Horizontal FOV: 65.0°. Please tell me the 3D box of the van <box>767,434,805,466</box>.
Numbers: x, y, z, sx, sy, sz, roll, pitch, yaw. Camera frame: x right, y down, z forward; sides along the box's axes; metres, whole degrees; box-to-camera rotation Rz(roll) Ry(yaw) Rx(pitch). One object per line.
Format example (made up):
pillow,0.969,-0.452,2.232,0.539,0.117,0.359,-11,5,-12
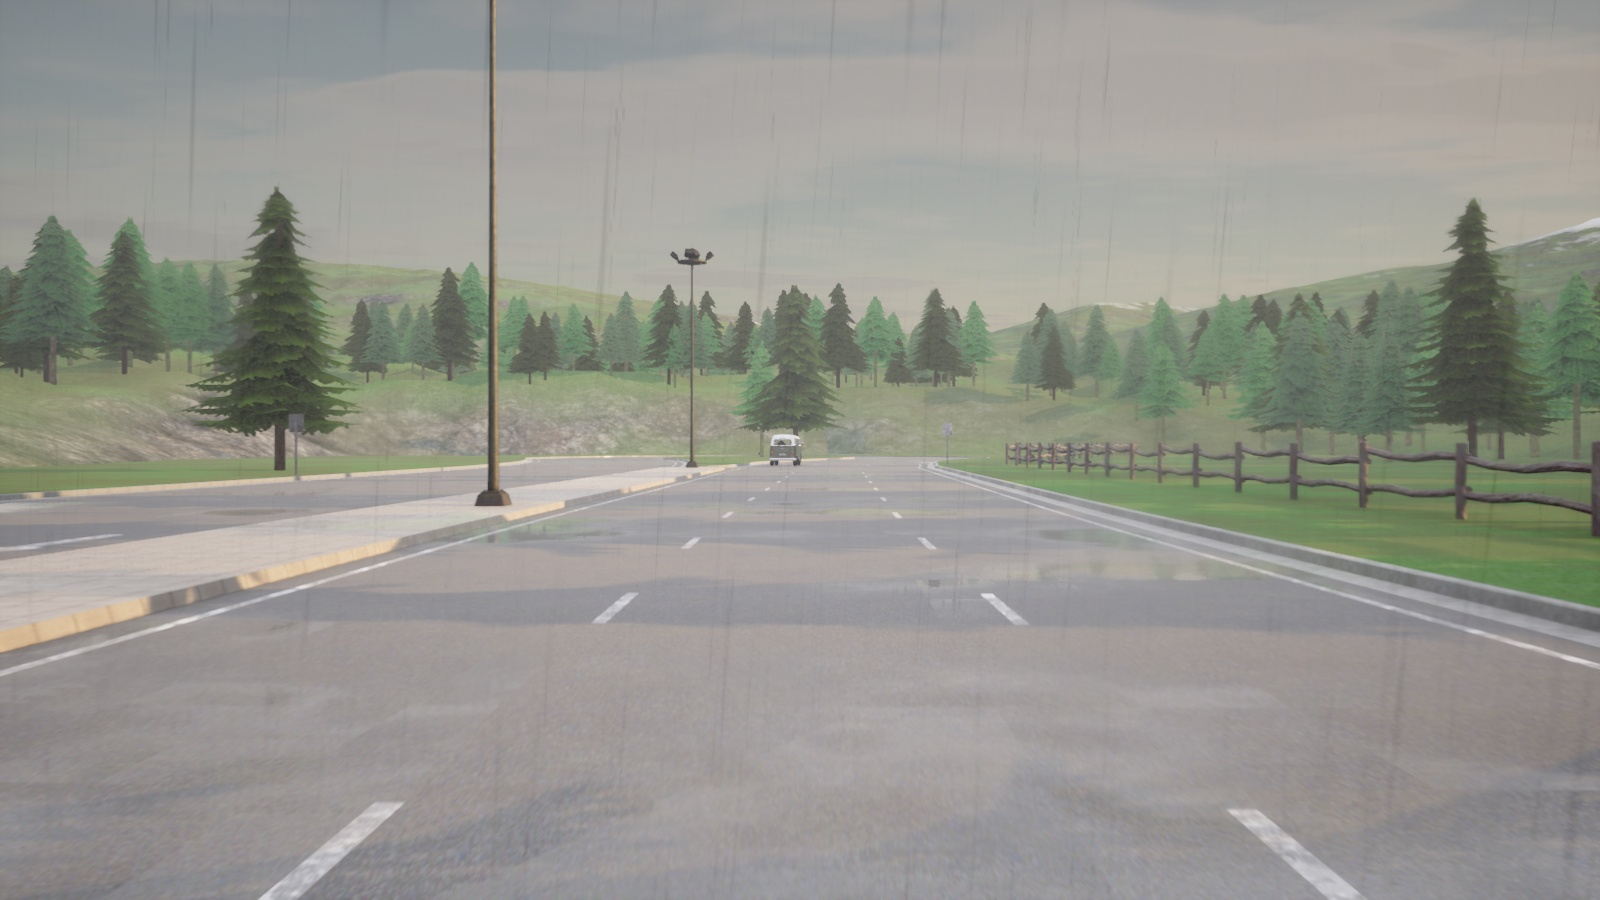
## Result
van,-0.890,0.003,82.463,2.069,2.038,4.480,0,0,6
